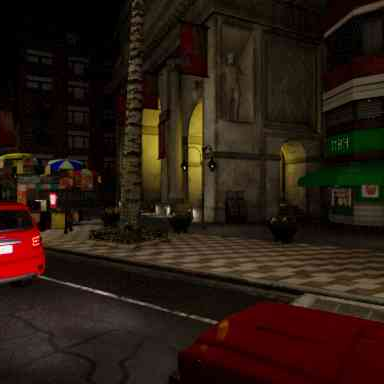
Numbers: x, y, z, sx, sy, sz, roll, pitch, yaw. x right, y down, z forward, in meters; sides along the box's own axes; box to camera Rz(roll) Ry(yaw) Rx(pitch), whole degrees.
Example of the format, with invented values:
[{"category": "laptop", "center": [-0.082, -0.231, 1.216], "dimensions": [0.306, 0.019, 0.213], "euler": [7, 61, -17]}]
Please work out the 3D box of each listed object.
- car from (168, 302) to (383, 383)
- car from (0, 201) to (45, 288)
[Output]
[{"category": "car", "center": [2.110, 1.601, 2.343], "dimensions": [4.718, 1.301, 1.895], "euler": [0, 0, 36]}, {"category": "car", "center": [-5.851, 1.224, 8.057], "dimensions": [5.566, 2.045, 2.150], "euler": [0, 0, 36]}]
